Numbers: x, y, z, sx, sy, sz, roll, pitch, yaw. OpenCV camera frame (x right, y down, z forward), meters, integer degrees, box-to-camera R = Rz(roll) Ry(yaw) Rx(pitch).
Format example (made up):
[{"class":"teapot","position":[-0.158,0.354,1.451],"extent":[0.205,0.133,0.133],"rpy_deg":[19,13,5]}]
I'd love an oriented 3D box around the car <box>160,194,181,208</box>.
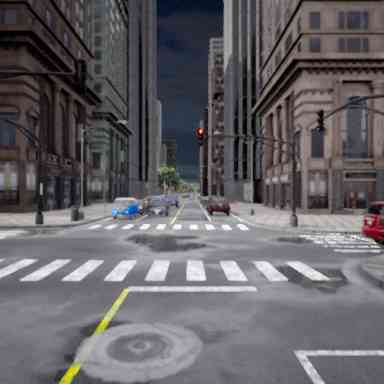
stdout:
[{"class":"car","position":[-3.106,1.339,49.719],"extent":[2.150,2.045,5.566],"rpy_deg":[0,0,-1]}]

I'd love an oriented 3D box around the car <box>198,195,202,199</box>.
[{"class":"car","position":[2.747,1.612,66.970],"extent":[1.967,1.590,4.097],"rpy_deg":[0,0,0]}]

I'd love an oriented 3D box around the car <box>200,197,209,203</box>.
[{"class":"car","position":[2.745,1.770,72.411],"extent":[1.802,1.307,4.206],"rpy_deg":[0,0,0]}]

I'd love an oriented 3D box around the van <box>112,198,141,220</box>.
[{"class":"van","position":[-5.769,1.400,28.875],"extent":[1.690,1.788,3.998],"rpy_deg":[0,0,0]}]

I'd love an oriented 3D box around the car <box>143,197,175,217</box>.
[{"class":"car","position":[-3.105,1.559,32.063],"extent":[2.128,1.511,4.902],"rpy_deg":[0,0,0]}]

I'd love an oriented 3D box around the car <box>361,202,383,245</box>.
[{"class":"car","position":[10.333,1.460,14.380],"extent":[5.566,2.045,2.150],"rpy_deg":[1,0,0]}]

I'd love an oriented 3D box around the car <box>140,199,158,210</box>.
[{"class":"car","position":[-5.773,1.671,45.197],"extent":[1.947,1.339,4.313],"rpy_deg":[0,0,0]}]

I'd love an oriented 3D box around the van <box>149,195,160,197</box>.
[{"class":"van","position":[-5.775,1.463,50.639],"extent":[1.690,1.788,3.998],"rpy_deg":[0,0,0]}]

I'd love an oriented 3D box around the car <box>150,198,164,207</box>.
[{"class":"car","position":[-5.776,1.683,56.080],"extent":[1.887,1.381,4.507],"rpy_deg":[0,0,0]}]

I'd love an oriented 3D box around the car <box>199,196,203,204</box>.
[{"class":"car","position":[2.749,1.689,56.089],"extent":[2.008,1.369,4.403],"rpy_deg":[0,0,0]}]

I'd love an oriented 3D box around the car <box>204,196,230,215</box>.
[{"class":"car","position":[2.755,1.388,34.326],"extent":[2.192,1.841,5.009],"rpy_deg":[0,0,0]}]

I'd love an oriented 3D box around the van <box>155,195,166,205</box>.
[{"class":"van","position":[-5.778,1.496,61.522],"extent":[1.690,1.788,3.998],"rpy_deg":[0,0,0]}]

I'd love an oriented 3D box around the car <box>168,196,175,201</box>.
[{"class":"car","position":[-5.788,1.860,94.166],"extent":[1.802,1.307,4.206],"rpy_deg":[0,0,0]}]

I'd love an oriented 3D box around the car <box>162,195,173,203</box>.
[{"class":"car","position":[-5.782,1.521,77.845],"extent":[2.192,1.841,5.009],"rpy_deg":[0,0,0]}]

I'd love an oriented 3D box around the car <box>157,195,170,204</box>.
[{"class":"car","position":[-5.779,1.487,66.963],"extent":[2.192,1.841,5.009],"rpy_deg":[0,0,0]}]

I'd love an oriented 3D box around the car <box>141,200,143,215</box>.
[{"class":"car","position":[-5.770,1.514,34.315],"extent":[1.967,1.590,4.097],"rpy_deg":[0,0,0]}]

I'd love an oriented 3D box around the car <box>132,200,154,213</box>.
[{"class":"car","position":[-5.772,1.634,39.755],"extent":[1.887,1.381,4.507],"rpy_deg":[0,0,0]}]
